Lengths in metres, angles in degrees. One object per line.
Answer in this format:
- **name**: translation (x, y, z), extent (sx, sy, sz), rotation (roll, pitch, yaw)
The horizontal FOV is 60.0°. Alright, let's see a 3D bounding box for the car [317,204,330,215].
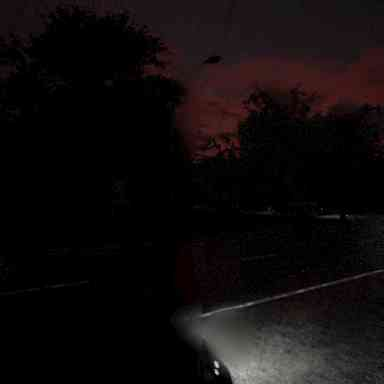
- **car**: translation (13.413, 1.809, 38.102), extent (1.812, 1.442, 4.674), rotation (1, 0, -38)

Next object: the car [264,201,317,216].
- **car**: translation (10.584, 1.761, 36.038), extent (1.837, 1.490, 4.892), rotation (1, 0, -38)

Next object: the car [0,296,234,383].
- **car**: translation (-1.645, 1.564, 2.513), extent (4.181, 1.385, 1.994), rotation (1, 0, -36)

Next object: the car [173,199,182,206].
- **car**: translation (-1.583, 1.833, 57.464), extent (1.994, 1.385, 4.181), rotation (1, 0, -38)

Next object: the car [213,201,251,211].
- **car**: translation (4.946, 1.851, 43.305), extent (1.895, 1.301, 4.718), rotation (1, 0, -38)

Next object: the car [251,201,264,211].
- **car**: translation (7.830, 1.879, 45.298), extent (1.895, 1.301, 4.718), rotation (1, 0, -38)
